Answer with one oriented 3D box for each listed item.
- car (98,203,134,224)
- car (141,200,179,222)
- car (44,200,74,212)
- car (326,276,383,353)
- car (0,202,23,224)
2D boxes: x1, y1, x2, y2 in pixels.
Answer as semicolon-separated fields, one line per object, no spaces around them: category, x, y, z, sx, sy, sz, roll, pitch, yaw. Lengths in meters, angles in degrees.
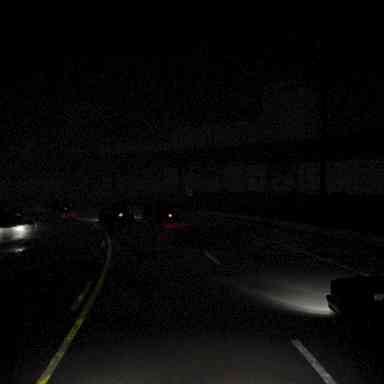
car;-5.672;1.534;24.479;1.994;1.385;4.181;-1;0;-24
car;-2.587;1.432;26.217;1.837;1.490;4.892;0;0;-25
car;-15.953;1.621;39.722;1.895;1.301;4.718;-1;1;-43
car;3.341;1.527;3.221;2.033;1.411;5.357;0;0;-4
car;-13.734;1.544;24.653;1.882;1.535;5.008;-1;0;-30
